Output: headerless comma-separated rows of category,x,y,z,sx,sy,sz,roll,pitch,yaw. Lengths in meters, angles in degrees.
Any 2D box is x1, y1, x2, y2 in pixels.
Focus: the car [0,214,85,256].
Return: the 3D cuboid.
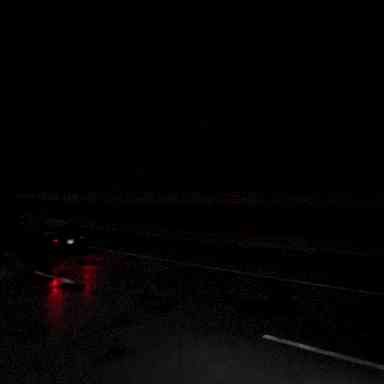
car,-6.142,1.620,13.555,4.674,1.442,1.812,-1,0,41
